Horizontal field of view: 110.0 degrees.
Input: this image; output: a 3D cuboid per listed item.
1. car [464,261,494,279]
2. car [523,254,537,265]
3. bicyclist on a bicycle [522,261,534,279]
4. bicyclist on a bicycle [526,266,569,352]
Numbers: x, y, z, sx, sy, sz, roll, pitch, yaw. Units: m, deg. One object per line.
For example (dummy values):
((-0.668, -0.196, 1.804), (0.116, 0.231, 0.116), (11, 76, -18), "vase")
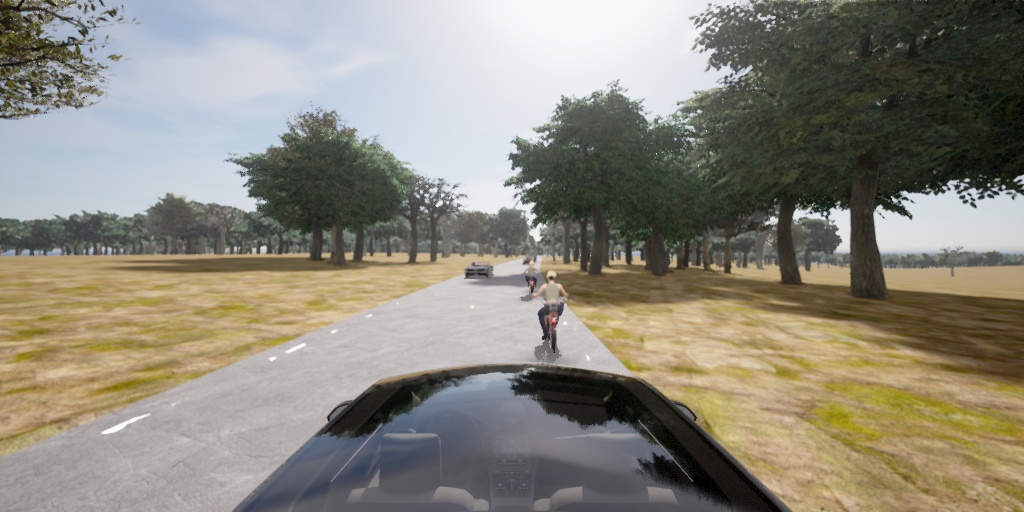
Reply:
((-2.584, 1.065, 28.848), (1.895, 1.301, 4.718), (0, 1, 3), "car")
((2.936, 0.787, 60.890), (1.895, 1.301, 4.718), (0, 0, 5), "car")
((0.896, 1.022, 16.420), (0.866, 1.612, 1.509), (0, 1, 2), "bicyclist on a bicycle")
((0.832, 1.117, 7.674), (0.866, 1.612, 1.509), (0, 1, 0), "bicyclist on a bicycle")
